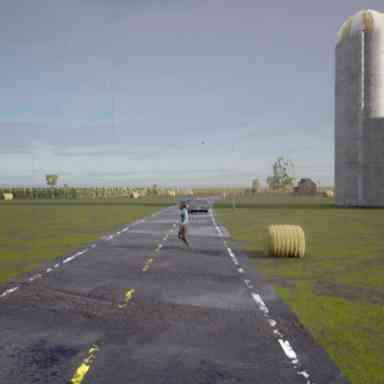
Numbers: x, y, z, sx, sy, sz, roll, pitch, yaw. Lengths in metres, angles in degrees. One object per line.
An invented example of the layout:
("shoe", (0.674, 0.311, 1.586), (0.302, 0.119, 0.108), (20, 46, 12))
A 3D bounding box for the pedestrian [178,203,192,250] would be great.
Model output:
("pedestrian", (-0.290, 1.284, 12.744), (0.375, 1.860, 0.375), (0, 1, -2))

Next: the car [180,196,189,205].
("car", (-0.979, 1.479, 57.671), (2.033, 1.411, 5.357), (0, 0, 4))

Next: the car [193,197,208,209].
("car", (1.208, 1.456, 45.505), (1.837, 1.490, 4.892), (0, 0, 3))

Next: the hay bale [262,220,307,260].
("hay bale", (3.170, 1.647, 11.592), (1.220, 1.180, 1.240), (0, 1, 1))

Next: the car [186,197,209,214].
("car", (0.720, 1.530, 34.529), (1.994, 1.385, 4.181), (0, 0, 2))
